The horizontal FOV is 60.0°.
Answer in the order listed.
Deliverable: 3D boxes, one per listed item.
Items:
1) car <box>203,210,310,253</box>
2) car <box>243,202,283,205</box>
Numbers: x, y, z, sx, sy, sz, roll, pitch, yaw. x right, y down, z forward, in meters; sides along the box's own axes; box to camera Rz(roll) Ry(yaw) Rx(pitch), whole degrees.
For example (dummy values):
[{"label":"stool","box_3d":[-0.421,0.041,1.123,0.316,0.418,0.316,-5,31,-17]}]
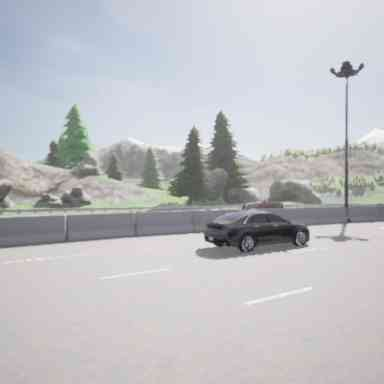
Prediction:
[{"label":"car","box_3d":[2.781,1.518,13.731,4.892,1.490,1.837,0,0,-31]},{"label":"car","box_3d":[6.873,1.239,32.183,4.181,1.385,1.994,0,0,-26]}]
